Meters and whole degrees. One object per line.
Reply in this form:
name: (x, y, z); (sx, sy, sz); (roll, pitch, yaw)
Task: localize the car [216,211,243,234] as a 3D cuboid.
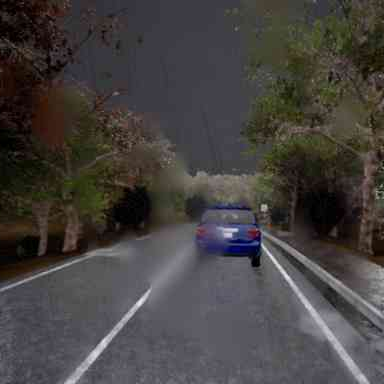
car: (3.287, 2.604, 28.861); (2.097, 1.767, 4.553); (0, -4, 7)

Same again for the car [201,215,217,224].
car: (2.815, 4.477, 54.501); (2.033, 1.411, 5.357); (0, -4, 9)

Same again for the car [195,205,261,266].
car: (1.425, 1.522, 12.899); (2.150, 2.045, 5.566); (0, -2, 7)
